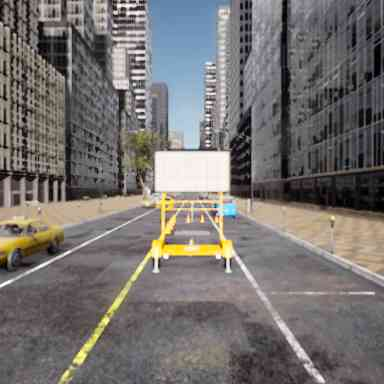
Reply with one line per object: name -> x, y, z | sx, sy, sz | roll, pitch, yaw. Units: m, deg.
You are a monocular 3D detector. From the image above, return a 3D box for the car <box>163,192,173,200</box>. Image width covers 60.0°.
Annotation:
car -> -5.636, 0.992, 78.878 | 2.192, 1.841, 5.009 | 0, 0, 0

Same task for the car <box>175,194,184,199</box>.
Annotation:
car -> -2.943, 1.036, 79.119 | 1.895, 1.301, 4.718 | 0, 0, 0

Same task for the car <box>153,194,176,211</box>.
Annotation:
car -> -3.069, 1.316, 38.726 | 1.882, 1.535, 5.008 | 0, 0, 0

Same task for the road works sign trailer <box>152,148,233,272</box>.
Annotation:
road works sign trailer -> 0.006, 0.419, 10.592 | 2.380, 3.560, 2.880 | 0, 0, 0

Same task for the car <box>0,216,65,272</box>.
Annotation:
car -> -5.685, 1.479, 10.694 | 1.752, 1.417, 4.829 | 0, 0, 0

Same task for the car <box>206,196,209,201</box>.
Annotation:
car -> 2.712, 1.384, 33.698 | 1.752, 1.417, 4.829 | 0, 0, 0

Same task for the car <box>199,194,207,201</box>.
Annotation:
car -> 2.741, 1.250, 73.204 | 2.008, 1.369, 4.403 | 0, 0, 0

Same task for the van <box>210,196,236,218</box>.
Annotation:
van -> 2.707, 1.224, 27.860 | 1.690, 1.788, 3.998 | 0, 0, 0

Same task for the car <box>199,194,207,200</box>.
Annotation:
car -> 2.749, 1.199, 84.540 | 1.887, 1.381, 4.507 | 0, 0, 0

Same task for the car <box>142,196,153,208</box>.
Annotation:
car -> -5.660, 1.339, 44.701 | 1.752, 1.417, 4.829 | 0, 0, 0
